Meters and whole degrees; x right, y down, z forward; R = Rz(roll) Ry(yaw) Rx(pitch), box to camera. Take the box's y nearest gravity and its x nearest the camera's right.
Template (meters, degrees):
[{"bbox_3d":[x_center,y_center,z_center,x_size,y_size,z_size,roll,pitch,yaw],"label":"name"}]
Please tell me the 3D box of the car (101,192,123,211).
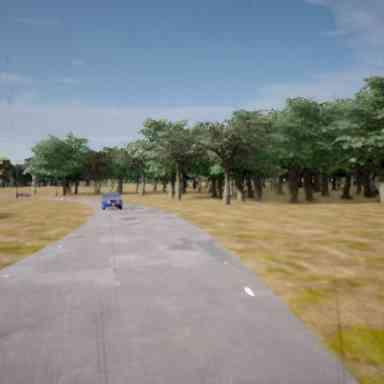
[{"bbox_3d":[-9.278,1.007,38.353,2.150,2.045,5.566,-1,0,-18],"label":"car"}]
